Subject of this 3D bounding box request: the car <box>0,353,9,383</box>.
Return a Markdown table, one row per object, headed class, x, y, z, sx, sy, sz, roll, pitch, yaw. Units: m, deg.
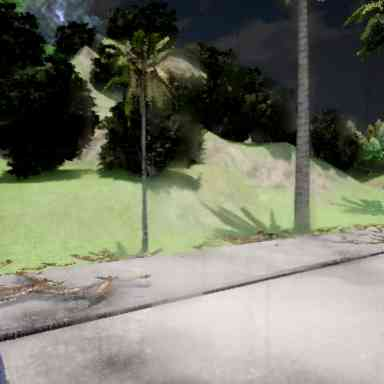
| class | x | y | z | sx | sy | sz | roll | pitch | yaw |
| --- | --- | --- | --- | --- | --- | --- | --- | --- | --- |
| car | -3.694 | 1.357 | 1.971 | 4.553 | 1.767 | 2.097 | 0 | 0 | -35 |
